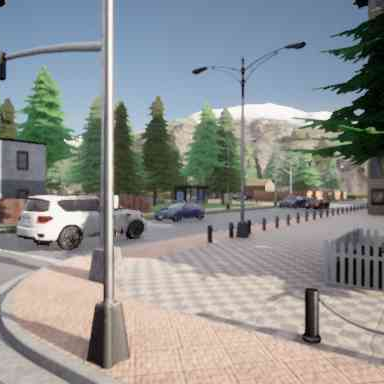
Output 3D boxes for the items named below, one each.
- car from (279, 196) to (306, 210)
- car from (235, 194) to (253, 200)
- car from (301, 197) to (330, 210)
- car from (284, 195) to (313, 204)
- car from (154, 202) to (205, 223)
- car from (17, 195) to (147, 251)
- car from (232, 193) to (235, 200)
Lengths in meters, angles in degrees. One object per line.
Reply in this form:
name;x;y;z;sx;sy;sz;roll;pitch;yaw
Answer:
car;12.975;1.298;43.180;2.097;1.767;4.553;0;0;37
car;12.542;1.052;78.220;1.932;1.855;4.605;0;0;36
car;15.321;1.557;40.459;1.895;1.301;4.718;0;0;37
car;20.023;1.412;62.831;2.128;1.511;4.902;0;0;-37
car;-0.798;1.471;25.120;1.812;1.442;4.674;0;0;37
car;-4.461;1.171;14.350;2.150;2.045;5.566;0;0;37
car;10.276;1.048;79.377;1.905;1.878;3.866;0;0;36
